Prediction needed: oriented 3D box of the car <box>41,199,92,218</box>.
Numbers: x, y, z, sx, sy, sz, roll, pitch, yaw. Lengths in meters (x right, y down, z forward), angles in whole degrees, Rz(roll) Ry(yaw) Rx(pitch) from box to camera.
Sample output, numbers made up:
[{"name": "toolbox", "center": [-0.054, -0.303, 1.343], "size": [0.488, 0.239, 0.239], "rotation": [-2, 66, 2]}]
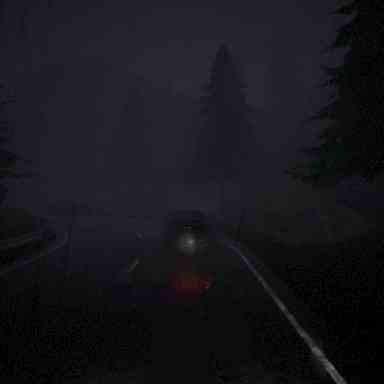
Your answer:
[{"name": "car", "center": [-11.092, 1.401, 29.240], "size": [5.008, 1.535, 1.882], "rotation": [0, 0, 30]}]

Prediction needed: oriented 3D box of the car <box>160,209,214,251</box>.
[{"name": "car", "center": [-0.281, 1.469, 13.894], "size": [1.837, 1.490, 4.892], "rotation": [0, 0, -6]}]
